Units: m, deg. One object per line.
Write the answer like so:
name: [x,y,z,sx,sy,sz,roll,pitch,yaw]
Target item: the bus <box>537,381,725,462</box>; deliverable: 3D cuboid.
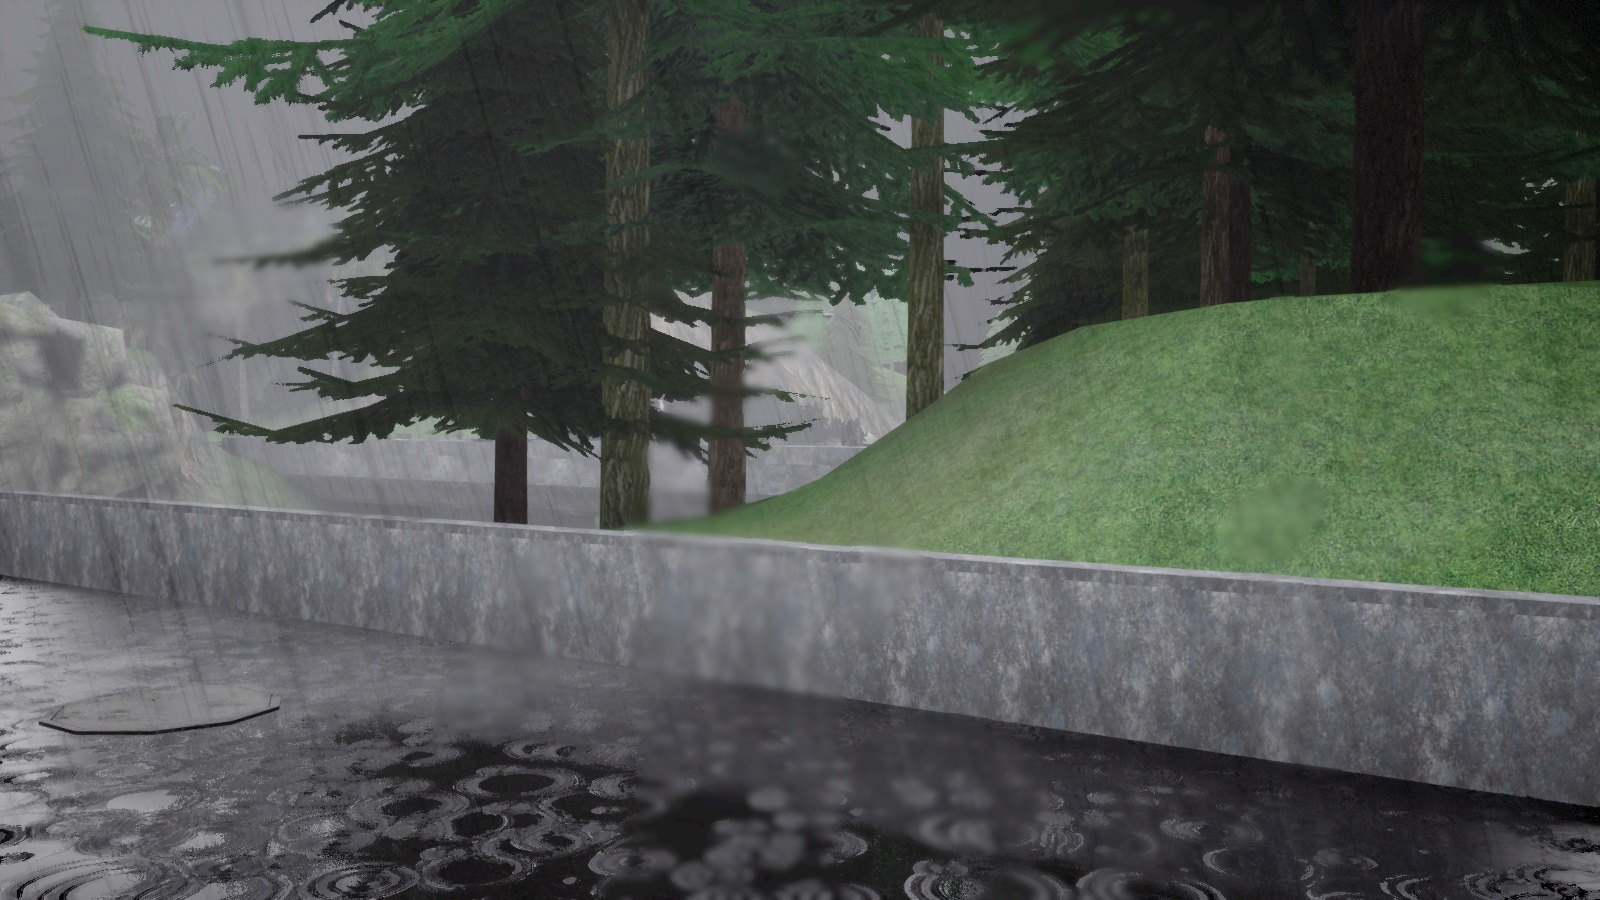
bus: [-9.525,-1.514,69.976,10.273,4.253,3.944,0,1,34]
